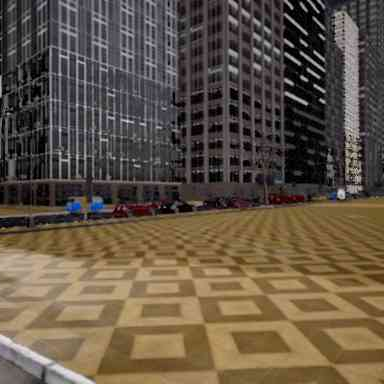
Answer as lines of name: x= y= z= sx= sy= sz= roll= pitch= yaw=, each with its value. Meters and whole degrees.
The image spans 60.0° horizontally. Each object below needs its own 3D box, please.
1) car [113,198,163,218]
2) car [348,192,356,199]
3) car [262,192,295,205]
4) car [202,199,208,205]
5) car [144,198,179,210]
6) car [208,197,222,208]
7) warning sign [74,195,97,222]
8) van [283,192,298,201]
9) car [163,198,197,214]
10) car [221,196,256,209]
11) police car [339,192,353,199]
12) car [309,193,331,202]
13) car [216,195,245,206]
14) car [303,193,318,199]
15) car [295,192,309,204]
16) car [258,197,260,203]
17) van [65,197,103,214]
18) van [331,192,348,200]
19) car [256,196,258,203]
car: x=-5.035 y=1.458 z=30.081 sx=1.967 sy=1.590 sz=4.097 roll=0 pitch=1 yaw=41
car: x=35.911 y=1.002 z=77.399 sx=2.008 sy=1.369 sz=4.403 roll=0 pitch=1 yaw=41
car: x=13.525 y=1.075 z=51.631 sx=2.192 sy=1.841 sz=5.009 roll=0 pitch=1 yaw=41
car: x=3.481 y=1.428 z=52.849 sx=1.947 sy=1.339 sz=4.313 roll=0 pitch=1 yaw=41
car: x=-3.986 y=1.510 z=44.267 sx=1.887 sy=1.381 sz=4.507 roll=0 pitch=1 yaw=41
car: x=4.821 y=1.375 z=45.695 sx=1.837 sy=1.490 sz=4.892 roll=0 pitch=1 yaw=41
warning sign: x=-7.591 y=1.178 z=23.726 sx=1.300 sy=1.860 sz=1.060 roll=-1 pitch=-1 yaw=41
van: x=22.136 y=0.946 z=74.320 sx=1.690 sy=1.788 sz=3.998 roll=0 pitch=1 yaw=41
car: x=-1.347 y=1.532 z=34.413 sx=1.947 sy=1.339 sz=4.313 roll=0 pitch=1 yaw=41
car: x=6.064 y=1.445 z=43.044 sx=1.802 sy=1.307 sz=4.206 roll=0 pitch=1 yaw=41
police car: x=38.526 y=0.833 z=83.149 sx=1.930 sy=1.638 sz=5.238 roll=0 pitch=0 yaw=41
car: x=24.830 y=1.129 z=64.644 sx=1.752 sy=1.417 sz=4.829 roll=0 pitch=1 yaw=41
car: x=6.000 y=1.316 z=51.700 sx=1.882 sy=1.535 sz=5.008 roll=0 pitch=0 yaw=41
car: x=29.598 y=1.068 z=82.912 sx=1.947 sy=1.339 sz=4.313 roll=0 pitch=1 yaw=41
car: x=17.256 y=1.023 z=55.925 sx=2.192 sy=1.841 sz=5.009 roll=0 pitch=1 yaw=41
car: x=13.357 y=1.276 z=55.550 sx=1.812 sy=1.442 sz=4.674 roll=0 pitch=0 yaw=41
van: x=-11.533 y=1.411 z=35.751 sx=1.690 sy=1.788 sz=3.998 roll=0 pitch=1 yaw=41
van: x=32.180 y=0.843 z=73.103 sx=1.690 sy=1.788 sz=3.998 roll=0 pitch=1 yaw=41
car: x=10.944 y=1.325 z=61.438 sx=1.947 sy=1.339 sz=4.313 roll=0 pitch=1 yaw=41
